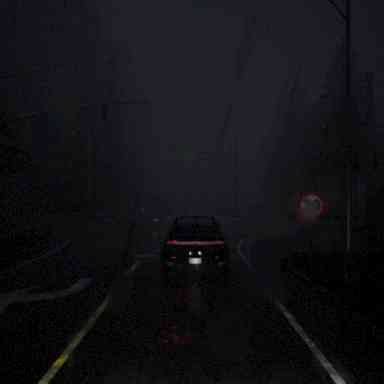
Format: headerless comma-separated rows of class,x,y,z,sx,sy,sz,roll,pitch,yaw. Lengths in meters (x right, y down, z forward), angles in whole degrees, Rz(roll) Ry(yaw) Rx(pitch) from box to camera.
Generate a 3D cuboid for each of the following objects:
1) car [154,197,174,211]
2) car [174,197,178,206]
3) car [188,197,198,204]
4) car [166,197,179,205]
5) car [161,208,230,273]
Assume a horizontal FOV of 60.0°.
car,-3.571,1.535,41.374,1.812,1.442,4.674,0,0,-1
car,-3.569,1.489,50.664,1.882,1.535,5.008,0,0,0
car,0.122,1.578,65.363,1.994,1.385,4.181,0,0,0
car,-3.511,1.577,60.635,1.994,1.385,4.181,0,0,1
car,0.094,1.494,10.675,2.128,1.511,4.902,0,0,0
